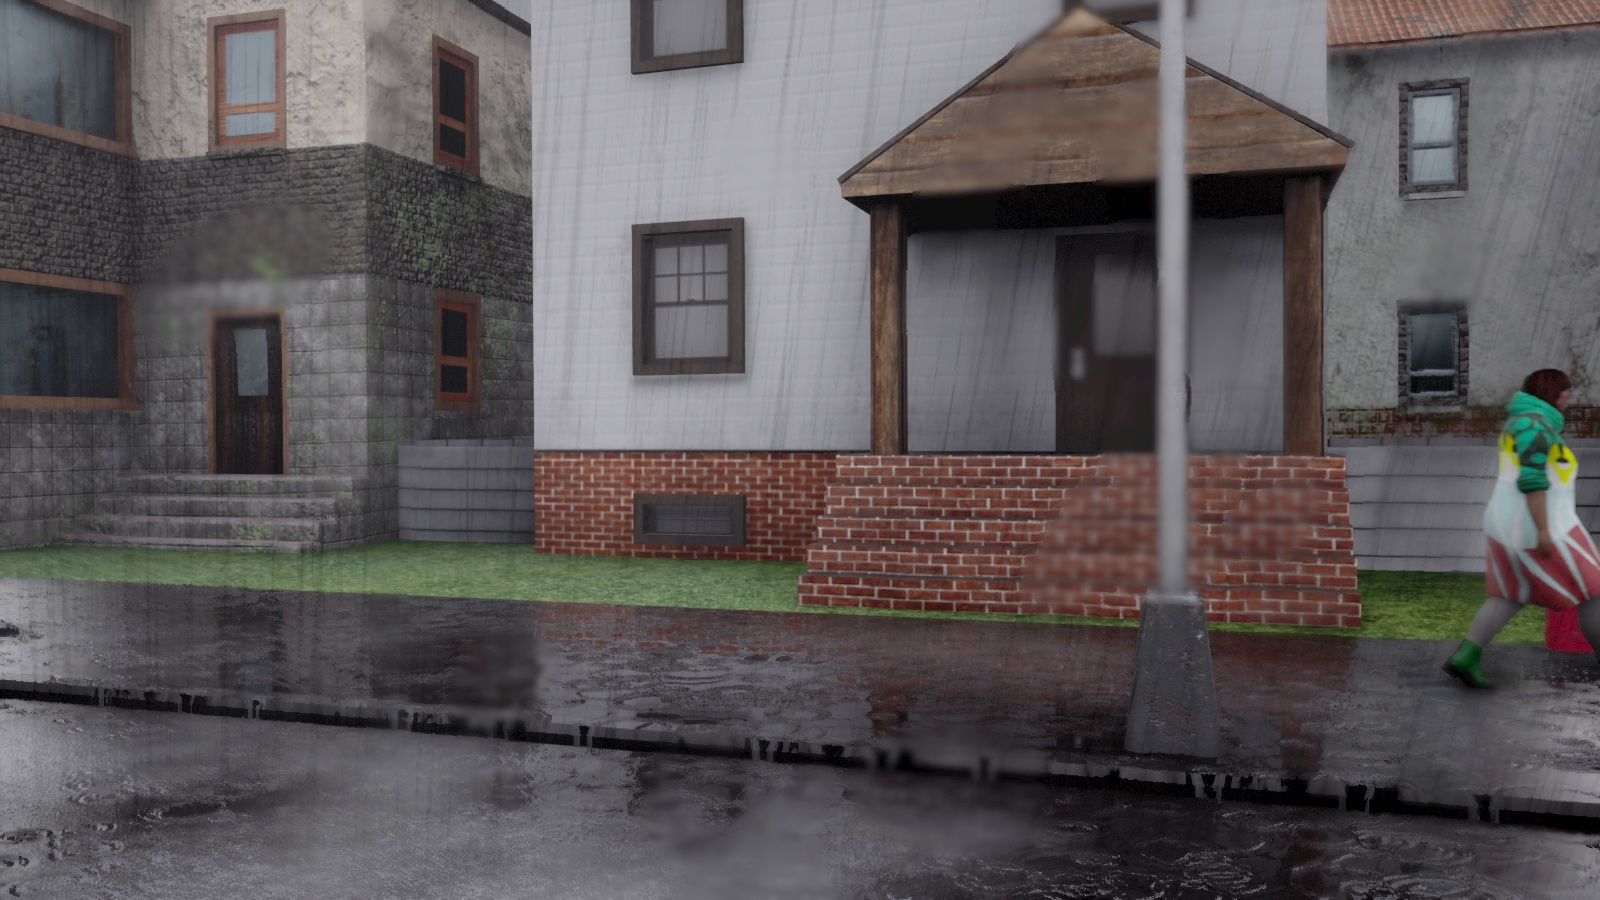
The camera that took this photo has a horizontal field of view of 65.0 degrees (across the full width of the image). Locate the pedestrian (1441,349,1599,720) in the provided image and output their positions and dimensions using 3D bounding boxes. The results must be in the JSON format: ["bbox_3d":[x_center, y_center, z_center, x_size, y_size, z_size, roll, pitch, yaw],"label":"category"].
[{"bbox_3d":[4.118,0.440,6.968,0.873,1.952,0.659,0,1,16],"label":"pedestrian"}]
